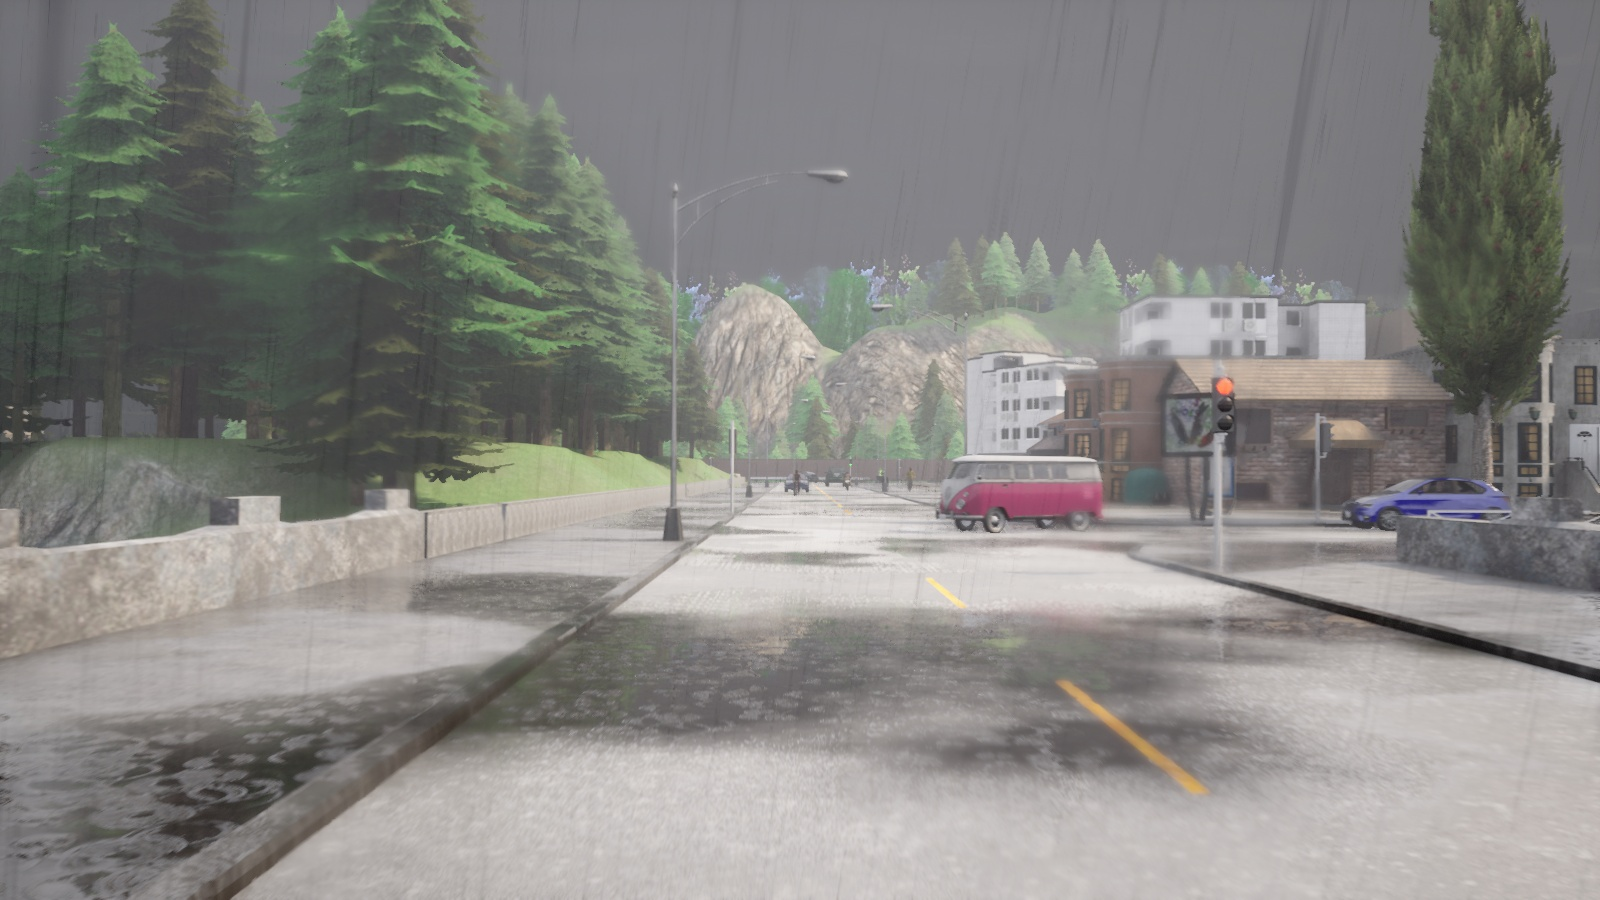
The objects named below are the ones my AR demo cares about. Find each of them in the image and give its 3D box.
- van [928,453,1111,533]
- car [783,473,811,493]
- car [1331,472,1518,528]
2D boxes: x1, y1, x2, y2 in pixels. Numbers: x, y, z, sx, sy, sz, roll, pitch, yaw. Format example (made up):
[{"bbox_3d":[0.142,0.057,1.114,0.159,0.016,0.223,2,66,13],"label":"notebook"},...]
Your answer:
[{"bbox_3d":[5.741,1.093,32.842,4.442,1.987,1.775,0,-1,-23],"label":"van"},{"bbox_3d":[-0.216,2.425,93.334,2.033,1.411,5.357,0,-1,0],"label":"car"},{"bbox_3d":[17.042,1.336,34.398,4.193,1.474,1.816,0,-1,0],"label":"car"}]
